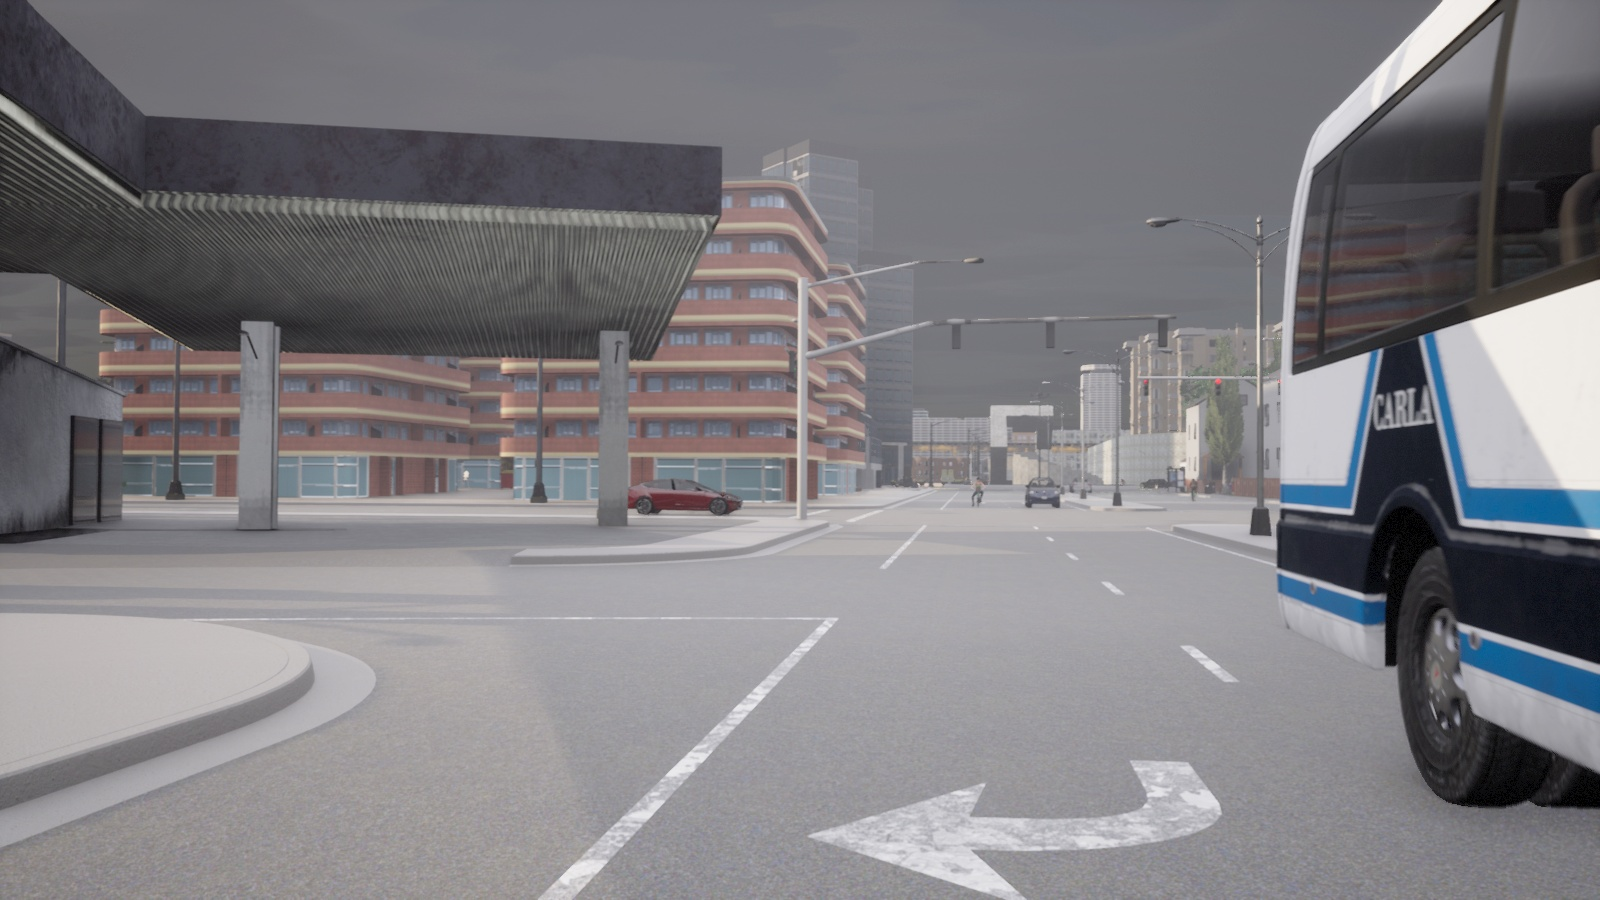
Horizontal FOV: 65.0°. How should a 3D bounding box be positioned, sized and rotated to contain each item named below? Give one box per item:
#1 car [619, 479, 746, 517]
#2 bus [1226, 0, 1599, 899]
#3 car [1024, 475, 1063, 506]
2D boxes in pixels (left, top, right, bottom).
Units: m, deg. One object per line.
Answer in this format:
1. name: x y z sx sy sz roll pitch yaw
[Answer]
1. car: -4.717 1.945 50.990 4.792 1.488 2.163 0 -1 7
2. bus: 4.228 -0.490 3.318 3.944 4.253 10.273 0 -1 8
3. car: 13.060 2.170 67.596 1.851 1.617 3.988 0 -1 8
